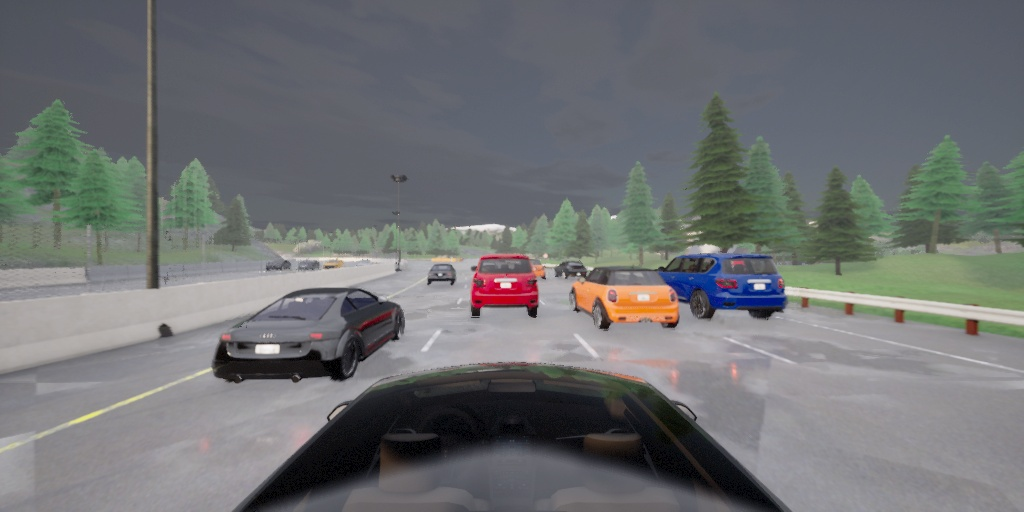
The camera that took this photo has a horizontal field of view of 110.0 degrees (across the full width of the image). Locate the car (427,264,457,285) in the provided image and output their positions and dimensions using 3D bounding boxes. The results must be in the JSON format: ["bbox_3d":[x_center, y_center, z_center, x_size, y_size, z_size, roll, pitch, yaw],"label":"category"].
[{"bbox_3d":[-4.988,1.251,25.818,2.033,1.411,5.357,0,0,-7],"label":"car"}]

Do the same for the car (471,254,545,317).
[{"bbox_3d":[-0.336,0.946,13.195,2.150,2.045,5.566,0,0,-3],"label":"car"}]

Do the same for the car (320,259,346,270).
[{"bbox_3d":[-23.335,1.164,47.316,1.882,1.535,5.008,0,0,-14],"label":"car"}]

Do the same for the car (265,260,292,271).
[{"bbox_3d":[-30.421,1.211,46.891,1.837,1.490,4.892,0,0,-14],"label":"car"}]

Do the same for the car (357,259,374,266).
[{"bbox_3d":[-20.355,1.206,49.938,1.812,1.442,4.674,0,0,-15],"label":"car"}]

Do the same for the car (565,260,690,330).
[{"bbox_3d":[3.240,1.074,11.232,2.097,1.767,4.553,0,0,-3],"label":"car"}]

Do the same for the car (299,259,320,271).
[{"bbox_3d":[-27.101,1.186,48.057,2.128,1.511,4.902,0,0,-15],"label":"car"}]

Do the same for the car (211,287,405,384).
[{"bbox_3d":[-3.585,1.308,7.177,1.994,1.385,4.181,0,0,-2],"label":"car"}]

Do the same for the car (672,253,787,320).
[{"bbox_3d":[6.708,0.934,12.598,2.150,2.045,5.566,0,0,-3],"label":"car"}]

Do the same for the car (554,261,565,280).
[{"bbox_3d":[4.927,1.179,30.612,1.837,1.490,4.892,0,0,-8],"label":"car"}]

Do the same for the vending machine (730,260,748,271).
[{"bbox_3d":[11.310,0.886,18.300,1.100,2.100,0.880,0,0,-5],"label":"vending machine"}]
